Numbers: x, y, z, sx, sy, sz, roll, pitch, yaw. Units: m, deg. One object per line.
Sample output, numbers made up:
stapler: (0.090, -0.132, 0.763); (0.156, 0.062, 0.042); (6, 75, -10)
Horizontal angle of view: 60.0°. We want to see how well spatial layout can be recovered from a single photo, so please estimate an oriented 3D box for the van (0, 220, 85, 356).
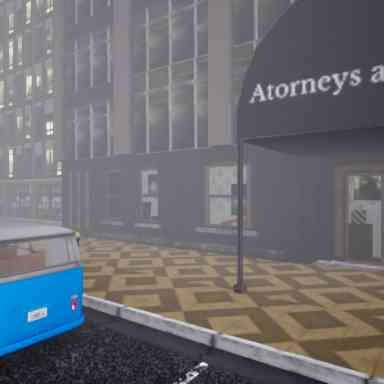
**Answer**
van: (-3.497, 1.341, 5.359); (3.998, 1.788, 1.690); (0, 0, 35)
